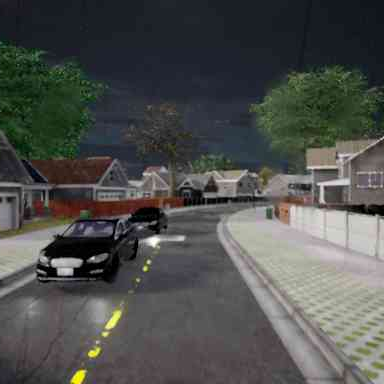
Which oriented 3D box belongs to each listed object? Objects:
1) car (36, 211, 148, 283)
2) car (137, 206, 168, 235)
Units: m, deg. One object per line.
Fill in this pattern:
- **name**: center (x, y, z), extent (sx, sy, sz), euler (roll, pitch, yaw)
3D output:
- **car**: center (-2.805, 1.534, 9.902), extent (2.128, 1.511, 4.902), euler (0, 0, 1)
- **car**: center (-2.531, 1.606, 19.775), extent (1.812, 1.442, 4.674), euler (0, 0, 4)
